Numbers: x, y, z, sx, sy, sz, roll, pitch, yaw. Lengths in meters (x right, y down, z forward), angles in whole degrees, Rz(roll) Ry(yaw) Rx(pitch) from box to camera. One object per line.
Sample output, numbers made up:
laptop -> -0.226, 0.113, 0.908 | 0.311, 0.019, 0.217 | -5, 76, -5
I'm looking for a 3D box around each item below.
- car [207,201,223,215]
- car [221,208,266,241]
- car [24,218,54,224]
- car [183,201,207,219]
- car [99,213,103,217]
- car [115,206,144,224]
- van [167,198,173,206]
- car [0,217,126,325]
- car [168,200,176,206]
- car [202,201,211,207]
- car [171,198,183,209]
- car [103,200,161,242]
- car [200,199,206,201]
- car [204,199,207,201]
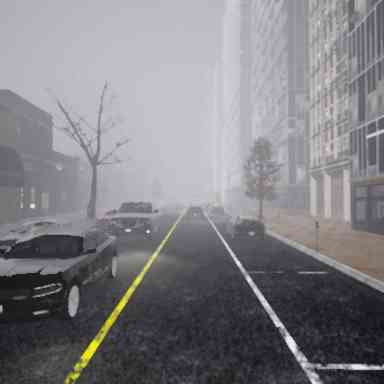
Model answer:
car -> 2.978, 2.130, 40.926 | 1.887, 1.381, 4.507 | 1, -1, 0
car -> 2.923, 1.816, 18.353 | 2.008, 1.369, 4.403 | 1, -1, 0
car -> -5.729, 1.725, 12.827 | 2.008, 1.369, 4.403 | 1, -1, 0
car -> 0.338, 2.004, 35.148 | 1.837, 1.490, 4.892 | 0, -1, 0
car -> -5.588, 1.879, 24.114 | 1.887, 1.381, 4.507 | 1, -1, 0
car -> -5.515, 1.997, 29.756 | 1.802, 1.307, 4.206 | 1, -1, 0
van -> -5.120, 2.481, 80.547 | 1.690, 1.788, 3.998 | 1, -1, 0
car -> -3.056, 1.583, 7.686 | 1.882, 1.535, 5.008 | 0, -1, 0
car -> -5.085, 2.803, 86.188 | 1.802, 1.307, 4.206 | 1, -1, 0
car -> 3.216, 2.635, 74.786 | 1.947, 1.339, 4.313 | 1, -1, 0
car -> -2.581, 2.433, 64.107 | 1.812, 1.442, 4.674 | 0, -1, 1
car -> -2.972, 1.477, 18.408 | 2.150, 2.045, 5.566 | 0, -1, 1
car -> 0.407, 2.139, 45.522 | 2.128, 1.511, 4.902 | 0, -1, 1
car -> 3.097, 2.393, 57.855 | 1.947, 1.339, 4.313 | 1, -1, 0
